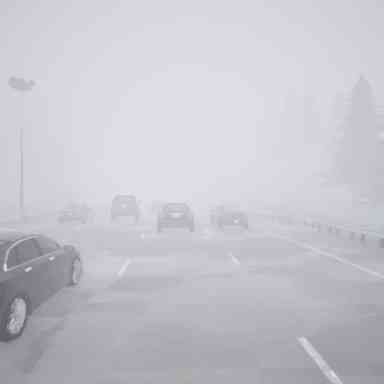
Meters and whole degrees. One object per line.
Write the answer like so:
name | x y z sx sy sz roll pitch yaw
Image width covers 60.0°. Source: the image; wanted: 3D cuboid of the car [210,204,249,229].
car | 2.337 1.522 21.450 1.812 1.442 4.674 0 0 -6

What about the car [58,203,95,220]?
car | -8.628 1.565 25.135 2.033 1.411 5.357 0 0 -7

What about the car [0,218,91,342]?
car | -3.612 1.512 6.438 1.837 1.490 4.892 0 0 -2

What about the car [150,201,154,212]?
car | -3.887 1.610 39.497 1.895 1.301 4.718 0 0 -11

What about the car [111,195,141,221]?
car | -5.418 1.233 27.446 2.150 2.045 5.566 0 0 -8

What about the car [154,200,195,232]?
car | -1.077 1.355 20.373 2.097 1.767 4.553 0 0 -6
